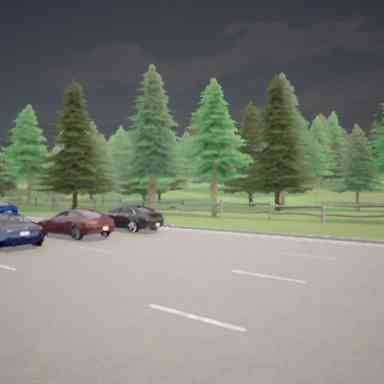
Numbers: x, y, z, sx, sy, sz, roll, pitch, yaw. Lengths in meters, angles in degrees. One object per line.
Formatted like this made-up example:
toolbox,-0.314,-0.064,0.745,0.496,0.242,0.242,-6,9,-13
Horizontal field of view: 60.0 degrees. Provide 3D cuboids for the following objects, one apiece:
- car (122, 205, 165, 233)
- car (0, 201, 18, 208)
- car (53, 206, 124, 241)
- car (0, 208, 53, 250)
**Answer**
car,-3.832,1.518,19.575,4.892,1.490,1.837,0,0,36
car,-17.215,1.503,29.119,5.008,1.535,1.882,0,0,36
car,-5.867,1.539,16.728,4.674,1.442,1.812,-1,0,35
car,-8.080,1.575,14.008,4.181,1.385,1.994,0,0,36
